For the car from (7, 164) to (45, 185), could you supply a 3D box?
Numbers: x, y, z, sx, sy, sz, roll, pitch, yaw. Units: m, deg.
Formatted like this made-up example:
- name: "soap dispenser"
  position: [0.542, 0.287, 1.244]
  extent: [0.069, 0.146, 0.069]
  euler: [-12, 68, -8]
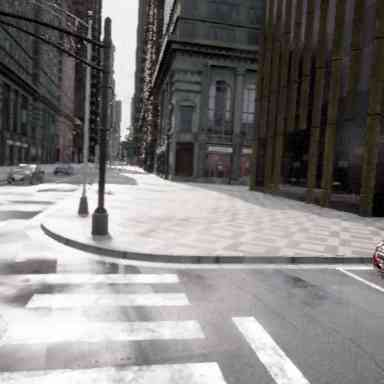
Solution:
- name: "car"
  position: [-13.091, -1.436, 26.508]
  extent: [2.128, 1.511, 4.902]
  euler: [2, 5, -11]

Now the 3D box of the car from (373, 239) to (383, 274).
- name: "car"
  position: [6.266, 1.284, 7.419]
  extent: [4.097, 1.590, 1.967]
  euler: [3, 4, -11]

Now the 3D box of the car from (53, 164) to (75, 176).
- name: "car"
  position: [-16.034, -2.785, 41.971]
  extent: [2.033, 1.411, 5.357]
  euler: [2, 5, -11]
